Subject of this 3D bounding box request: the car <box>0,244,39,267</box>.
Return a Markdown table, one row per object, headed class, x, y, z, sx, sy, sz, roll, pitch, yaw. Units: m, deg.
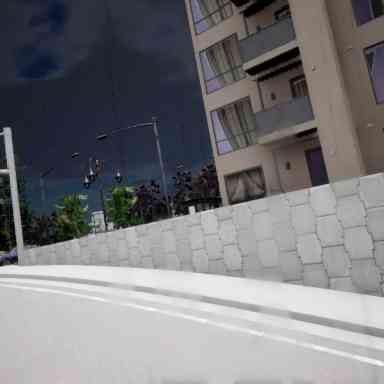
| class | x | y | z | sx | sy | sz | roll | pitch | yaw |
| --- | --- | --- | --- | --- | --- | --- | --- | --- | --- |
| car | -15.559 | 5.659 | 29.609 | 2.097 | 1.767 | 4.553 | -15 | -9 | 35 |
